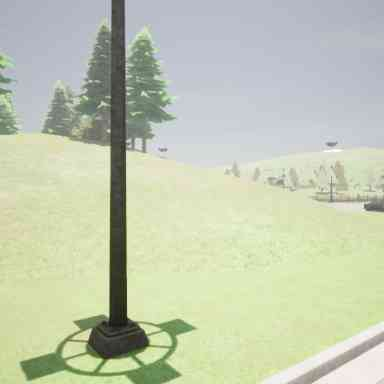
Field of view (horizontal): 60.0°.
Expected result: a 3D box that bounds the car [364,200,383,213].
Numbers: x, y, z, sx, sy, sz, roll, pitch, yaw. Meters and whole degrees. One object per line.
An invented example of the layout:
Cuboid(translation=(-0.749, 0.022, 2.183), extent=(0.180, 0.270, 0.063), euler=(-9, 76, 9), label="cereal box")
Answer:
Cuboid(translation=(21.355, 1.563, 37.399), extent=(1.994, 1.385, 4.181), euler=(0, 0, -9), label="car")
